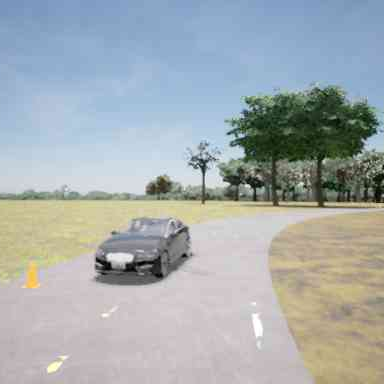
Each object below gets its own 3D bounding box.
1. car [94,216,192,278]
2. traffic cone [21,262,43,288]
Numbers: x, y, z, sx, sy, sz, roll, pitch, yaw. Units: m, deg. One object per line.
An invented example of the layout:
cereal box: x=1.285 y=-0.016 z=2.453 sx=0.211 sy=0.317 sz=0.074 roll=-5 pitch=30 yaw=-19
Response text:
car: x=-1.283 y=1.542 z=10.489 sx=2.128 sy=1.511 sz=4.902 roll=0 pitch=0 yaw=12
traffic cone: x=-3.845 y=1.974 z=8.007 sx=0.340 sy=0.580 sz=0.340 roll=0 pitch=0 yaw=8
